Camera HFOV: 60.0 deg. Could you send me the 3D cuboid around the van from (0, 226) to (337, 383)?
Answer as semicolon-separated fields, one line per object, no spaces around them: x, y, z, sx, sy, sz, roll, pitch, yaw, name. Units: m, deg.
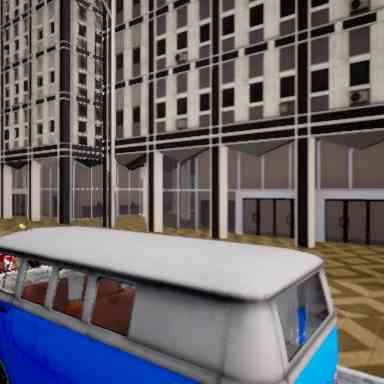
-0.661;1.330;3.351;3.998;1.788;1.690;0;0;36;van
